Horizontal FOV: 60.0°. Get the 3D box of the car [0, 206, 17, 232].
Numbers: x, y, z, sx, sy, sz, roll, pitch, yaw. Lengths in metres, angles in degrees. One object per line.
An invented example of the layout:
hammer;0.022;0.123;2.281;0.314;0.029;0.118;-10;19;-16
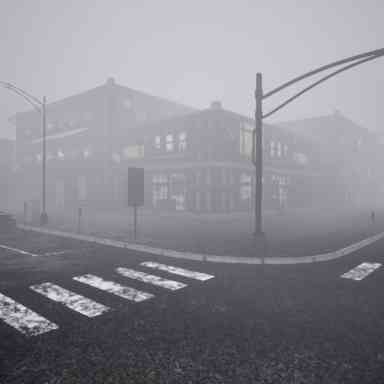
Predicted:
car;-10.441;1.338;16.990;4.206;1.307;1.802;1;0;40
